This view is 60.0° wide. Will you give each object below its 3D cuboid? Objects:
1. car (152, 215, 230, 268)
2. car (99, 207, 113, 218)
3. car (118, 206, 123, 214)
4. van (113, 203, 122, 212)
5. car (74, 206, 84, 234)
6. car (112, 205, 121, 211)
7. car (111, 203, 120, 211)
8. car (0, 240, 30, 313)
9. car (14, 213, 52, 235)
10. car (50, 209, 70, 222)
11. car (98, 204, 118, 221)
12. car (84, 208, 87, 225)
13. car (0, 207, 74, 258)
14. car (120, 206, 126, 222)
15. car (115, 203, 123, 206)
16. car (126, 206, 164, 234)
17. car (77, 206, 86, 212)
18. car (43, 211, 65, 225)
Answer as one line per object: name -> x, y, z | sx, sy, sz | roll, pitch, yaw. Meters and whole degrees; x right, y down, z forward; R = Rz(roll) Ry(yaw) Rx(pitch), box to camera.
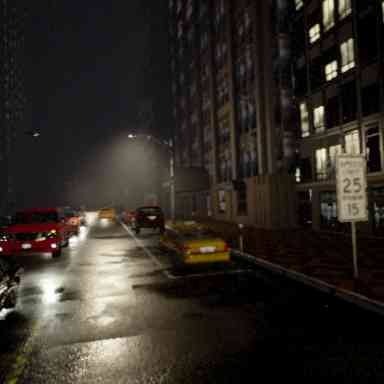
car -> -0.137, 1.748, 12.169 | 1.752, 1.417, 4.829 | -1, -1, -15
car -> -12.963, 3.031, 50.106 | 1.994, 1.385, 4.181 | -2, -1, -15
car -> -7.574, 2.649, 40.053 | 1.802, 1.307, 4.206 | -1, -1, -15
van -> -16.344, 3.390, 72.738 | 1.690, 1.788, 3.998 | -1, -1, -15
car -> -9.441, 2.170, 24.650 | 2.097, 1.767, 4.553 | -2, -1, -15
car -> -17.800, 3.762, 78.180 | 2.008, 1.369, 4.403 | -1, -1, -15
car -> -19.266, 3.689, 83.632 | 2.192, 1.841, 5.009 | -1, -1, -15
car -> -4.335, 1.840, 5.658 | 1.895, 1.301, 4.718 | -2, -1, -16
car -> -12.732, 2.535, 26.944 | 2.008, 1.369, 4.403 | -1, -1, -15
car -> -17.115, 3.023, 43.288 | 1.887, 1.381, 4.507 | -1, -1, -15
car -> -10.375, 2.654, 40.466 | 1.882, 1.535, 5.008 | -2, -1, -15
car -> -12.027, 2.714, 34.470 | 1.895, 1.301, 4.718 | -2, -1, -15
car -> -6.898, 1.750, 15.126 | 2.150, 2.045, 5.566 | -2, -1, -15
car -> -6.114, 2.447, 34.607 | 1.887, 1.381, 4.507 | -1, -1, -15
car -> -11.957, 3.103, 56.394 | 1.887, 1.381, 4.507 | -1, -1, -15
car -> -3.200, 1.888, 23.720 | 2.192, 1.841, 5.009 | -1, -1, -15
car -> -28.803, 4.334, 86.872 | 2.008, 1.369, 4.403 | -1, -1, -15
car -> -15.653, 2.896, 37.839 | 1.802, 1.307, 4.206 | -1, -1, -15
